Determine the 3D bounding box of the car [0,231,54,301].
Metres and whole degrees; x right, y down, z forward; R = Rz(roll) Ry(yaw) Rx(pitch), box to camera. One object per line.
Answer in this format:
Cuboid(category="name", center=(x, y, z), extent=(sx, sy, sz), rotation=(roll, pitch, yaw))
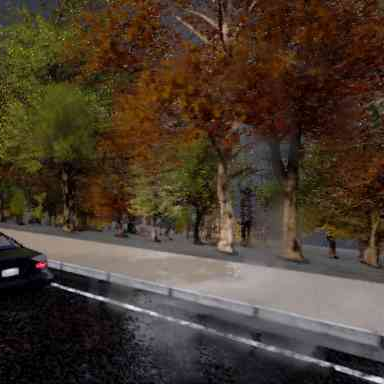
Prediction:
Cuboid(category="car", center=(-5.325, 1.488, 7.483), extent=(5.357, 1.411, 2.033), rotation=(0, 0, 35))
